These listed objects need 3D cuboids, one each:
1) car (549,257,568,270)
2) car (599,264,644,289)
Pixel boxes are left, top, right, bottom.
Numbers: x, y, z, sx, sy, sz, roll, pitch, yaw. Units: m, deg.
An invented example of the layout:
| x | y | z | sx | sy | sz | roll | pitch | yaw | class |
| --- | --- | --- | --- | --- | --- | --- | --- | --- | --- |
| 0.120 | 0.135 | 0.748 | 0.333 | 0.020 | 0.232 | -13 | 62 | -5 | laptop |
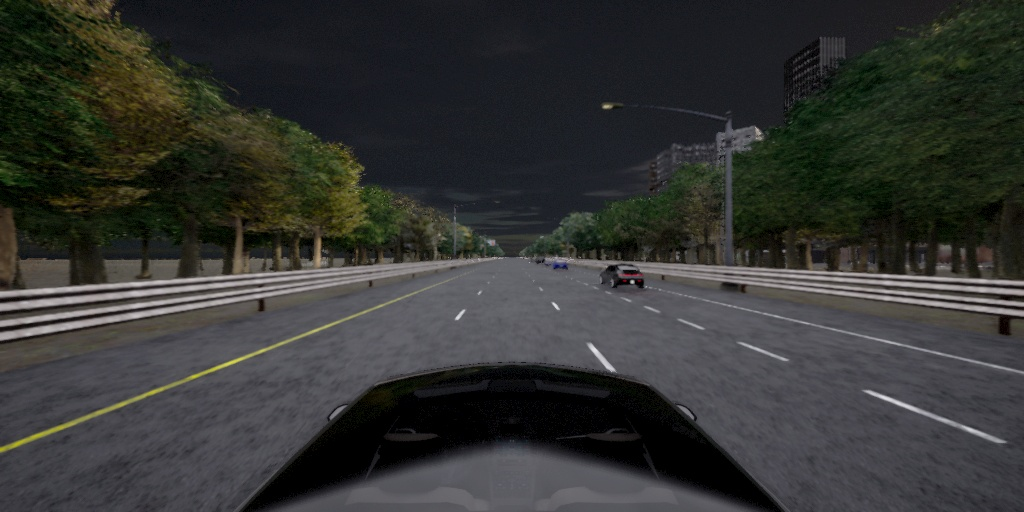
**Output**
| x | y | z | sx | sy | sz | roll | pitch | yaw | class |
| --- | --- | --- | --- | --- | --- | --- | --- | --- | --- |
| 7.020 | 1.270 | 53.161 | 1.882 | 1.535 | 5.008 | 0 | 0 | 0 | car |
| 6.996 | 1.263 | 23.257 | 1.837 | 1.490 | 4.892 | 0 | 0 | 0 | car |
